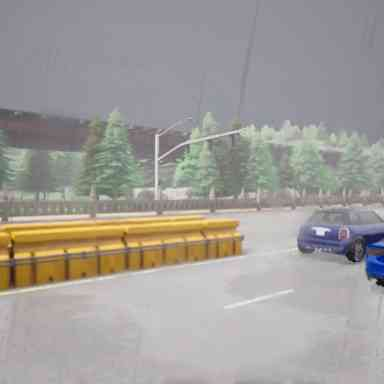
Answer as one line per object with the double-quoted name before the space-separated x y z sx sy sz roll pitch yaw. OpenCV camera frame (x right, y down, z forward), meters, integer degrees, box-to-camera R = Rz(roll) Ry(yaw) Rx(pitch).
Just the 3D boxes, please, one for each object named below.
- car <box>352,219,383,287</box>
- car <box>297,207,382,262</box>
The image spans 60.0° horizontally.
"car" 6.255 1.508 8.210 5.008 1.535 1.882 0 0 -35
"car" 6.016 1.389 12.339 4.553 1.767 2.097 0 0 -36
